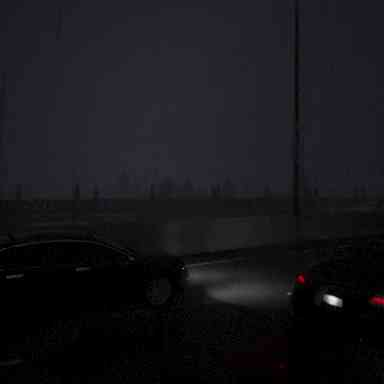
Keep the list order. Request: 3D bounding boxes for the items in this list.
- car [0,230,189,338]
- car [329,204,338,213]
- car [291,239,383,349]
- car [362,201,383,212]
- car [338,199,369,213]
[{"bbox_3d":[-2.332,1.482,6.185,4.892,1.490,1.837,0,0,-34],"label":"car"},{"bbox_3d":[14.883,1.436,30.394,4.902,1.511,2.128,0,0,-18],"label":"car"},{"bbox_3d":[3.768,1.554,5.902,4.181,1.385,1.994,0,0,-31],"label":"car"},{"bbox_3d":[14.829,1.513,23.034,5.357,1.411,2.033,0,0,-20],"label":"car"},{"bbox_3d":[14.368,1.480,26.544,4.674,1.442,1.812,0,0,-19],"label":"car"}]
